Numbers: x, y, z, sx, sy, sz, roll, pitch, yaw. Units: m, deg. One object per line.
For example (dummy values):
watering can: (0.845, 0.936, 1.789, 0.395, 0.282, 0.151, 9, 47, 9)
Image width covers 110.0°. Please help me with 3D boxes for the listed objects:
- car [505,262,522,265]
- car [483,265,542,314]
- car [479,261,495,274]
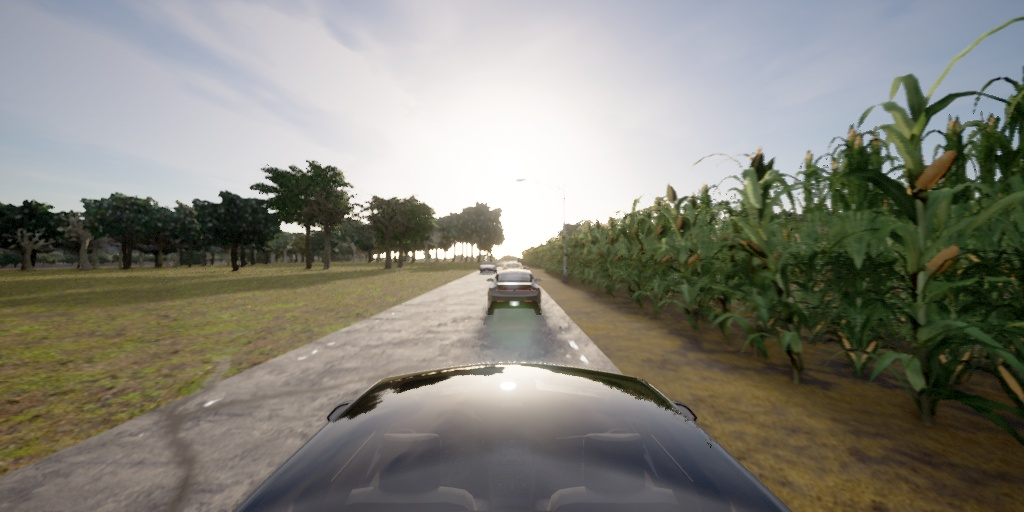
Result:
car: (0.094, 1.250, 30.602, 1.882, 1.535, 5.008, 0, 0, 0)
car: (0.086, 1.263, 13.797, 1.837, 1.490, 4.892, 0, 0, 0)
car: (-2.842, 1.337, 43.300, 2.033, 1.411, 5.357, 0, 0, 0)
